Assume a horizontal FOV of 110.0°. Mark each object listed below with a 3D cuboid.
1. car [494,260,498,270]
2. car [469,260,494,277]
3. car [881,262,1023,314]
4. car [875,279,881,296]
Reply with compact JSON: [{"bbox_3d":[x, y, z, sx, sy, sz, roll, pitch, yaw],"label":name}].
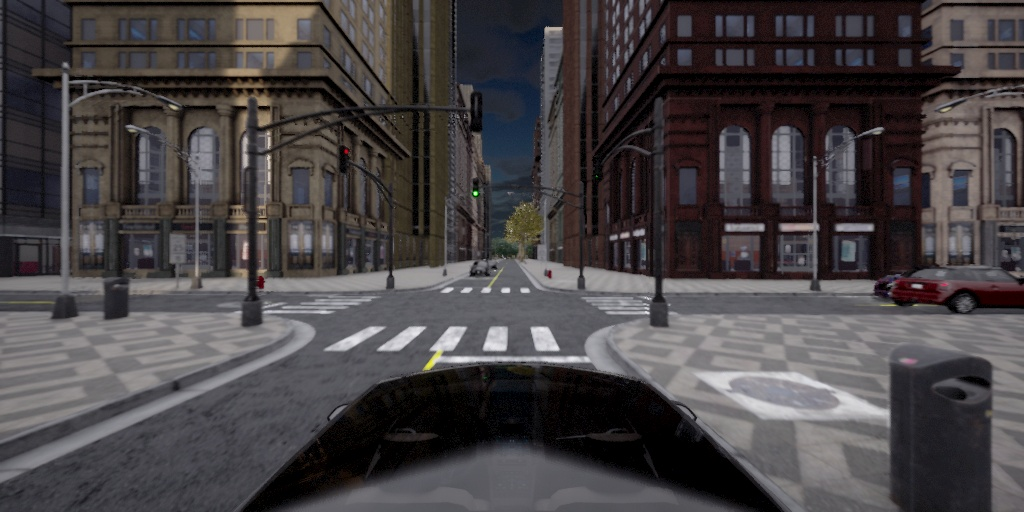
[{"bbox_3d":[-3.054,1.281,52.150,1.837,1.490,4.892,0,0,0],"label":"car"},{"bbox_3d":[-3.084,1.262,35.433,1.837,1.490,4.892,0,0,0],"label":"car"},{"bbox_3d":[17.297,1.154,13.442,4.553,1.767,2.097,0,0,0],"label":"car"},{"bbox_3d":[19.716,1.170,16.538,4.553,1.767,2.097,0,0,0],"label":"car"}]
